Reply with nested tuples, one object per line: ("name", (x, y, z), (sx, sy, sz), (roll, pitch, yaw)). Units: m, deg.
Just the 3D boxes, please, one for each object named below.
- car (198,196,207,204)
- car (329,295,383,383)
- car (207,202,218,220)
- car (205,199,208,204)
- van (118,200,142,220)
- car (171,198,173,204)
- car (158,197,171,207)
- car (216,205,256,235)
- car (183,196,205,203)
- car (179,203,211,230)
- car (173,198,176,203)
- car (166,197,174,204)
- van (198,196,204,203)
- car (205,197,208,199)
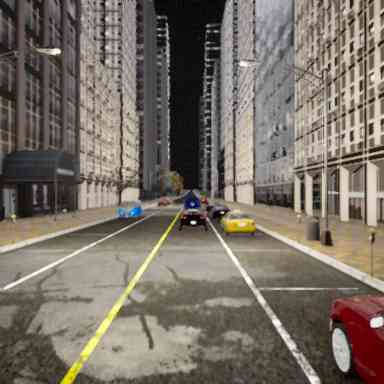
("car", (2.604, 2.041, 82.493), (2.192, 1.841, 5.009), (0, 0, 0))
("car", (2.683, 1.572, 2.717), (1.887, 1.381, 4.507), (0, -1, 0))
("car", (2.655, 1.861, 31.208), (1.947, 1.339, 4.313), (0, -1, 0))
("car", (2.644, 1.962, 42.604), (1.947, 1.339, 4.313), (0, -1, 0))
("van", (-5.726, 1.637, 31.206), (1.690, 1.788, 3.998), (0, -1, 0))
("car", (-5.765, 1.953, 71.092), (2.192, 1.841, 5.009), (0, 0, 0))
("car", (-5.759, 2.136, 65.391), (1.887, 1.381, 4.507), (0, 0, 0))
("car", (2.666, 1.717, 19.982), (1.752, 1.417, 4.829), (0, -1, 0))
("car", (0.057, 1.596, 40.614), (2.150, 2.045, 5.566), (0, -1, 0))
("car", (0.077, 1.744, 22.758), (1.812, 1.442, 4.674), (0, -1, 0))
("car", (-5.776, 2.167, 82.486), (1.967, 1.590, 4.097), (0, 0, 0))
("car", (-5.781, 2.211, 88.185), (1.967, 1.590, 4.097), (0, 0, 0))
("van", (2.593, 2.153, 93.889), (1.690, 1.788, 3.998), (0, 0, 0))
("car", (2.610, 1.997, 76.795), (2.192, 1.841, 5.009), (0, 0, 0))
